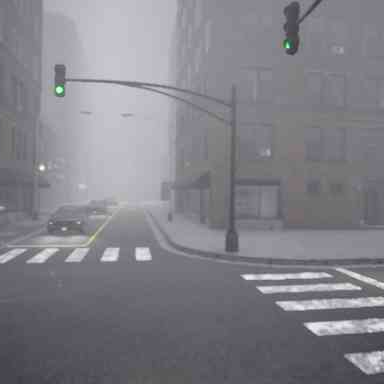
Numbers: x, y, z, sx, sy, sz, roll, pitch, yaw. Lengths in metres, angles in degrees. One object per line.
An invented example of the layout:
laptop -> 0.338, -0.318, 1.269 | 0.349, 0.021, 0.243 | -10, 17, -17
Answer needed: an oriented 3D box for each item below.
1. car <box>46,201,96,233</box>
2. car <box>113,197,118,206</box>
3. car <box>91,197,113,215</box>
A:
car -> -6.978, 1.467, 19.306 | 2.033, 1.411, 5.357 | 1, 0, -13
car -> -12.430, 1.427, 51.279 | 2.033, 1.411, 5.357 | 1, 0, -10
car -> -9.352, 1.449, 33.153 | 2.033, 1.411, 5.357 | 1, 0, -10
